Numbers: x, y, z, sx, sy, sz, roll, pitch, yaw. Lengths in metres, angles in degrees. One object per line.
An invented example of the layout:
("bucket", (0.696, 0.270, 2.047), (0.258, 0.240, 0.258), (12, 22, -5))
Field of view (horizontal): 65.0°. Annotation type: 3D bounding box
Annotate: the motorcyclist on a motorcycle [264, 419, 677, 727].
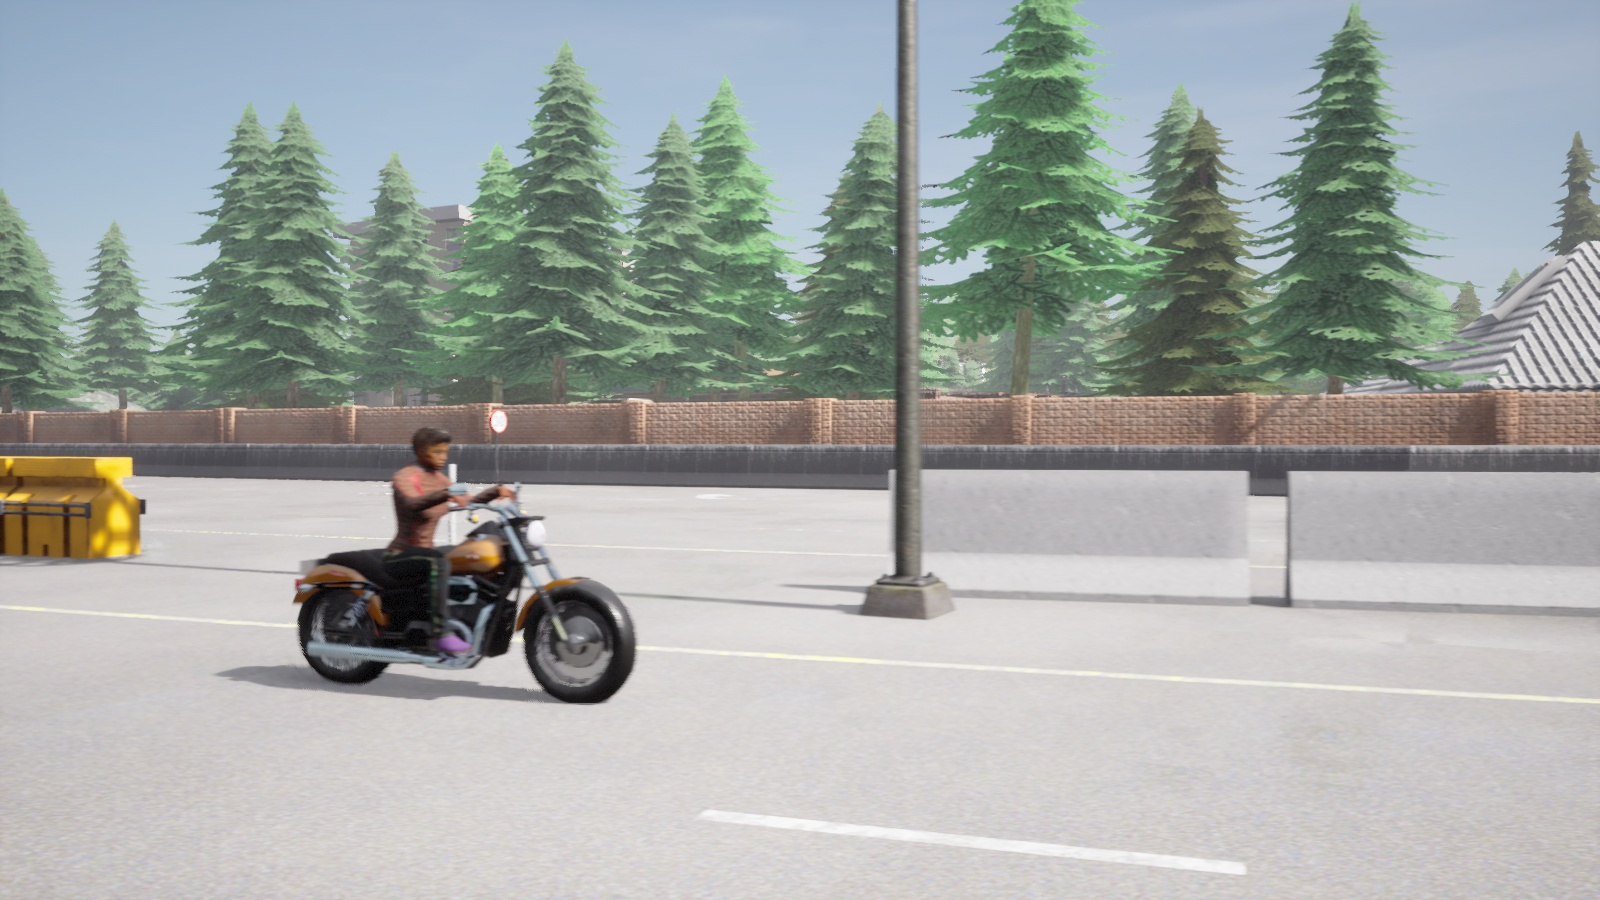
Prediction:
("motorcyclist on a motorcycle", (-1.975, 0.652, 7.512), (2.350, 1.649, 0.766), (1, 0, 19))
